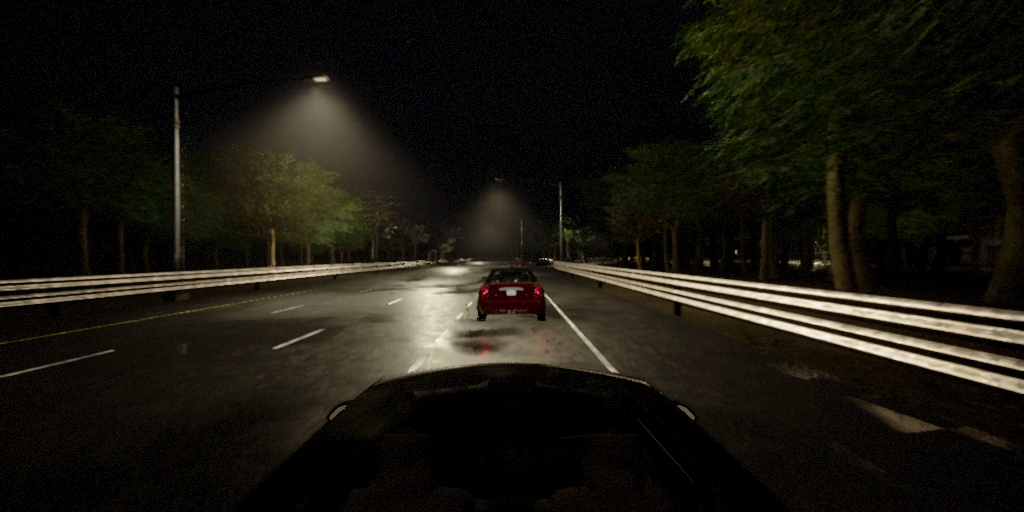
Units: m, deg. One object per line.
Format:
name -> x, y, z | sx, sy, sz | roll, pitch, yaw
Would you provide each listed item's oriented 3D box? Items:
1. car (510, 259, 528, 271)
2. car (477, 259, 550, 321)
car -> 1.075, 1.281, 51.688 | 1.882, 1.535, 5.008 | -1, 0, 9
car -> -0.023, 1.115, 12.740 | 2.097, 1.767, 4.553 | 0, 0, 0
